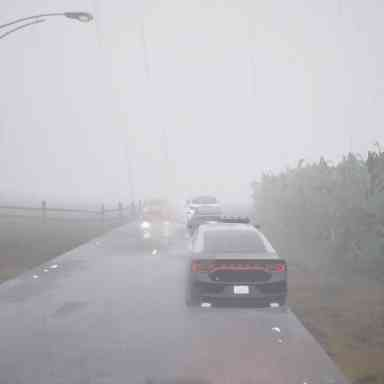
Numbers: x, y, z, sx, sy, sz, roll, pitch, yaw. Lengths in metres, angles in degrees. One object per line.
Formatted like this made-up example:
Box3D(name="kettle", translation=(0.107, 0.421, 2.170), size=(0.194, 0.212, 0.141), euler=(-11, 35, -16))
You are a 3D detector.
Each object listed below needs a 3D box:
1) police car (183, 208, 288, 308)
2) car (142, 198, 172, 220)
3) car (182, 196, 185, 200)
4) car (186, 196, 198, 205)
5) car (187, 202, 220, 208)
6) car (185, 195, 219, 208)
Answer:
Box3D(name="police car", translation=(0.818, 1.420, 8.120), size=(1.930, 1.638, 5.238), euler=(0, 0, 0))
Box3D(name="car", translation=(-2.771, 1.319, 27.390), size=(2.097, 1.767, 4.553), euler=(0, 0, 0))
Box3D(name="car", translation=(0.007, 1.418, 46.365), size=(1.882, 1.535, 5.008), euler=(0, 0, 1))
Box3D(name="car", translation=(-0.043, 1.450, 59.811), size=(2.128, 1.511, 4.902), euler=(0, 0, 0))
Box3D(name="car", translation=(0.811, 1.489, 18.010), size=(1.837, 1.490, 4.892), euler=(0, 0, 0))
Box3D(name="car", translation=(0.805, 1.196, 24.039), size=(2.150, 2.045, 5.566), euler=(0, 0, 0))
